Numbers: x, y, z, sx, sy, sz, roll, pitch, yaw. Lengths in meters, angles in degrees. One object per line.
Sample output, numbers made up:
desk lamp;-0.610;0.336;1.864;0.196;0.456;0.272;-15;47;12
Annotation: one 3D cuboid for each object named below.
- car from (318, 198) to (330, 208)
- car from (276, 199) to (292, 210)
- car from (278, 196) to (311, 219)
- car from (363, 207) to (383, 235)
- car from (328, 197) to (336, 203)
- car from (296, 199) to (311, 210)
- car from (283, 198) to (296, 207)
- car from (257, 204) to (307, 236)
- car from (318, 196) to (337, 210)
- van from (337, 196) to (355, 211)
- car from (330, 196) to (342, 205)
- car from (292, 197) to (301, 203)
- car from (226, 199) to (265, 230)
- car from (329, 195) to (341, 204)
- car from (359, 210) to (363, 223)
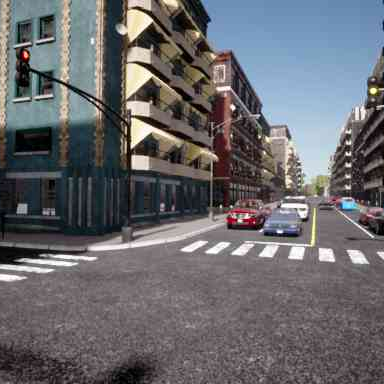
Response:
car;22.850;1.862;57.480;1.812;1.442;4.674;0;0;20
car;13.508;1.818;48.654;1.947;1.339;4.313;1;0;20
car;9.002;1.400;29.074;2.150;2.045;5.566;0;0;21
car;11.637;1.743;19.587;1.947;1.339;4.313;1;0;20
car;36.946;2.027;87.626;1.752;1.417;4.829;1;0;20
car;16.168;1.774;48.120;1.837;1.490;4.892;0;0;20
car;17.392;1.867;59.097;1.947;1.339;4.313;1;0;20
car;5.491;1.682;19.708;2.033;1.411;5.357;0;0;21
car;19.231;1.781;47.749;2.128;1.511;4.902;0;0;20
van;21.353;1.641;45.695;1.690;1.788;3.998;1;0;20
car;31.064;1.740;71.802;2.192;1.841;5.009;1;0;20
car;25.161;1.946;79.983;1.887;1.381;4.507;1;0;20
car;3.802;1.444;22.545;2.192;1.841;5.009;1;0;20
car;33.006;1.765;77.023;2.192;1.841;5.009;1;0;20
car;13.579;1.783;24.809;1.802;1.307;4.206;1;0;20
